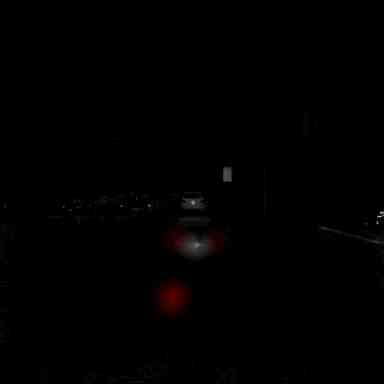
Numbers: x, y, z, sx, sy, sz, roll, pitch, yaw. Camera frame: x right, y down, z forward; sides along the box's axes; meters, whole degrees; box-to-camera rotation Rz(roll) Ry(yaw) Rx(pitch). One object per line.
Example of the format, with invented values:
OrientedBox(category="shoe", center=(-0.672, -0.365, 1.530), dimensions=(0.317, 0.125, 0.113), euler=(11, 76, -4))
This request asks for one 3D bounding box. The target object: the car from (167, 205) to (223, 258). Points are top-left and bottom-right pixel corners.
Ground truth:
OrientedBox(category="car", center=(0.103, 1.432, 12.293), dimensions=(1.812, 1.442, 4.674), euler=(0, 0, 0))

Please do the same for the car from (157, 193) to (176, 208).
OrientedBox(category="car", center=(-3.392, 1.191, 42.606), dimensions=(1.812, 1.442, 4.674), euler=(0, 1, 0))

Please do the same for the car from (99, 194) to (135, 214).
OrientedBox(category="car", center=(-7.073, 1.235, 31.902), dimensions=(1.882, 1.535, 5.008), euler=(0, 0, 0))

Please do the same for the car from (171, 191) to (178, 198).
OrientedBox(category="car", center=(-3.909, 0.584, 72.138), dimensions=(2.033, 1.411, 5.357), euler=(0, 2, -8))

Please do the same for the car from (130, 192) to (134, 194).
OrientedBox(category="car", center=(-10.491, 1.037, 50.247), dimensions=(1.882, 1.535, 5.008), euler=(0, 1, 0))

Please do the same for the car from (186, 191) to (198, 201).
OrientedBox(category="car", center=(-0.006, 0.668, 62.120), dimensions=(2.097, 1.767, 4.553), euler=(0, 1, 0))

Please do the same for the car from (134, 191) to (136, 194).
OrientedBox(category="car", center=(-10.502, 0.708, 60.435), dimensions=(2.097, 1.767, 4.553), euler=(0, 1, 0))

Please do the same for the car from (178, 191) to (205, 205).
OrientedBox(category="car", center=(0.107, 0.979, 32.005), dimensions=(2.150, 2.045, 5.566), euler=(0, 0, 0))

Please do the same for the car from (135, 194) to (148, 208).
OrientedBox(category="car", center=(-7.018, 1.248, 40.889), dimensions=(1.994, 1.385, 4.181), euler=(0, 1, 1))

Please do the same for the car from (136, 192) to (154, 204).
OrientedBox(category="car", center=(-6.991, 1.018, 51.353), dimensions=(1.882, 1.535, 5.008), euler=(0, 1, 0))

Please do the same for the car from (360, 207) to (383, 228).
OrientedBox(category="car", center=(12.014, 1.209, 18.828), dimensions=(4.553, 1.767, 2.097), euler=(0, 0, -3))

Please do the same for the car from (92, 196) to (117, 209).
OrientedBox(category="car", center=(-10.525, 1.214, 40.363), dimensions=(1.812, 1.442, 4.674), euler=(0, 1, 1))

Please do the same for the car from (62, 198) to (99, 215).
OrientedBox(category="car", center=(-10.577, 1.288, 31.275), dimensions=(1.812, 1.442, 4.674), euler=(0, 0, 0))
